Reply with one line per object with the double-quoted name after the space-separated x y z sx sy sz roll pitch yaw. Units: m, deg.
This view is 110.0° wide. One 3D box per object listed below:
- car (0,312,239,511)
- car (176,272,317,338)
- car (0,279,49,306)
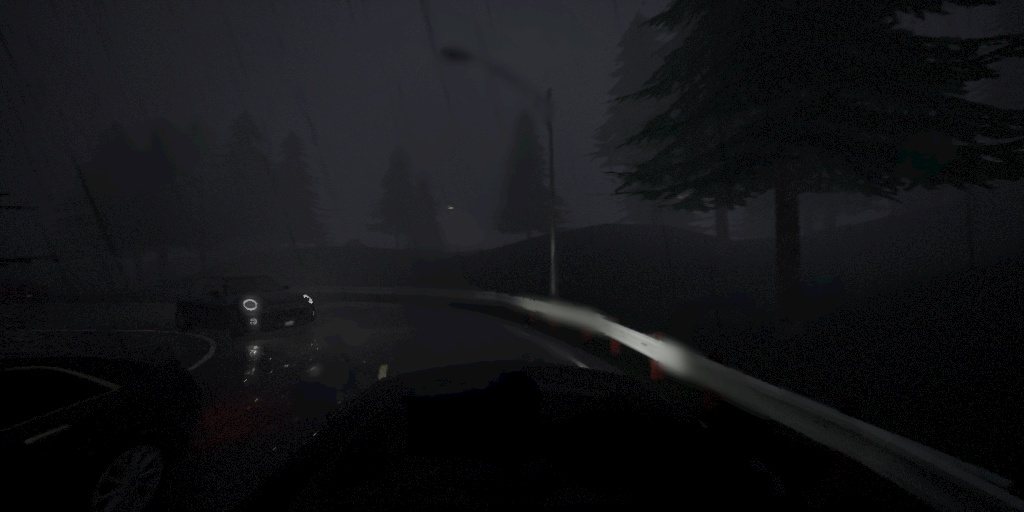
-3.732 1.343 1.288 1.837 1.490 4.892 -1 -1 -2 "car"
-8.279 1.372 11.175 4.553 1.767 2.097 -2 0 28 "car"
-28.132 2.042 19.509 5.008 1.535 1.882 -1 0 10 "car"
